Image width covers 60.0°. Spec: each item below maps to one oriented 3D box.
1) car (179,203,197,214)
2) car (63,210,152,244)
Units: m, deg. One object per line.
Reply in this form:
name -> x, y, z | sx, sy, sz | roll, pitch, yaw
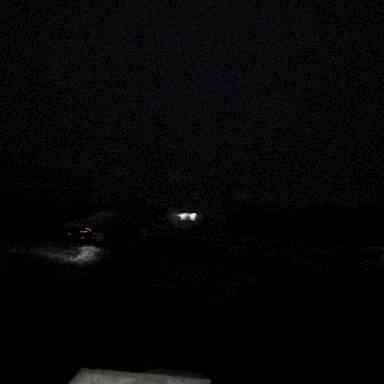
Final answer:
car -> -0.426, 2.097, 42.859 | 1.994, 1.385, 4.181 | 0, -1, 6
car -> -4.140, 1.684, 17.140 | 1.882, 1.535, 5.008 | 3, 0, 34
